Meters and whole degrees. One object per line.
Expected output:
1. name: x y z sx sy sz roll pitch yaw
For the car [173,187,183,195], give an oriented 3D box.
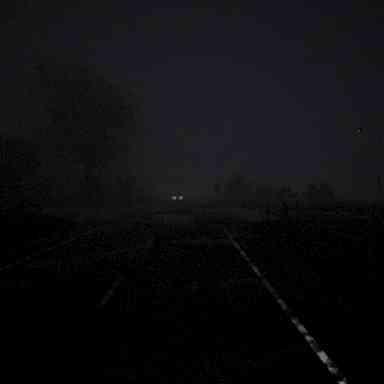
1. car: -3.494 -0.193 84.481 2.150 2.045 5.566 0 1 0
